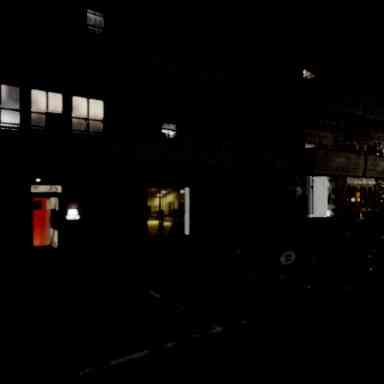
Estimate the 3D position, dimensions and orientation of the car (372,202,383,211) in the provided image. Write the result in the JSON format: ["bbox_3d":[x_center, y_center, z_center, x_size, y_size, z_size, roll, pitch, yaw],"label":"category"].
[{"bbox_3d":[7.588,1.264,11.969,5.009,1.841,2.192,0,0,-36],"label":"car"}]

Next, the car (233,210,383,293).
[{"bbox_3d":[2.999,1.412,8.696,4.097,1.590,1.967,0,0,-36],"label":"car"}]
